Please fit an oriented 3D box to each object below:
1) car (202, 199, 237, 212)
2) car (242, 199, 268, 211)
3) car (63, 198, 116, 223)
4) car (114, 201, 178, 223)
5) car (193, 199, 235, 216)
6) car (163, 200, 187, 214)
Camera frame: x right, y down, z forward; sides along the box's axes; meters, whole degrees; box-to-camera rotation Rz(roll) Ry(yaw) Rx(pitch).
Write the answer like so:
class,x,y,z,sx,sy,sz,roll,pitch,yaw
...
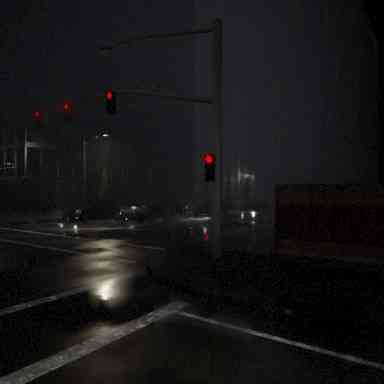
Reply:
class,x,y,z,sx,sy,sz,roll,pitch,yaw
car,3.537,1.603,41.789,2.033,1.411,5.357,0,0,35
car,8.015,1.581,42.007,1.812,1.442,4.674,0,0,36
car,-7.748,1.407,26.047,2.097,1.767,4.553,0,0,36
car,-3.483,1.656,25.994,1.895,1.301,4.718,0,0,36
car,2.039,1.533,33.693,1.882,1.535,5.008,0,0,35
car,-2.425,1.560,33.475,1.837,1.490,4.892,0,0,36
